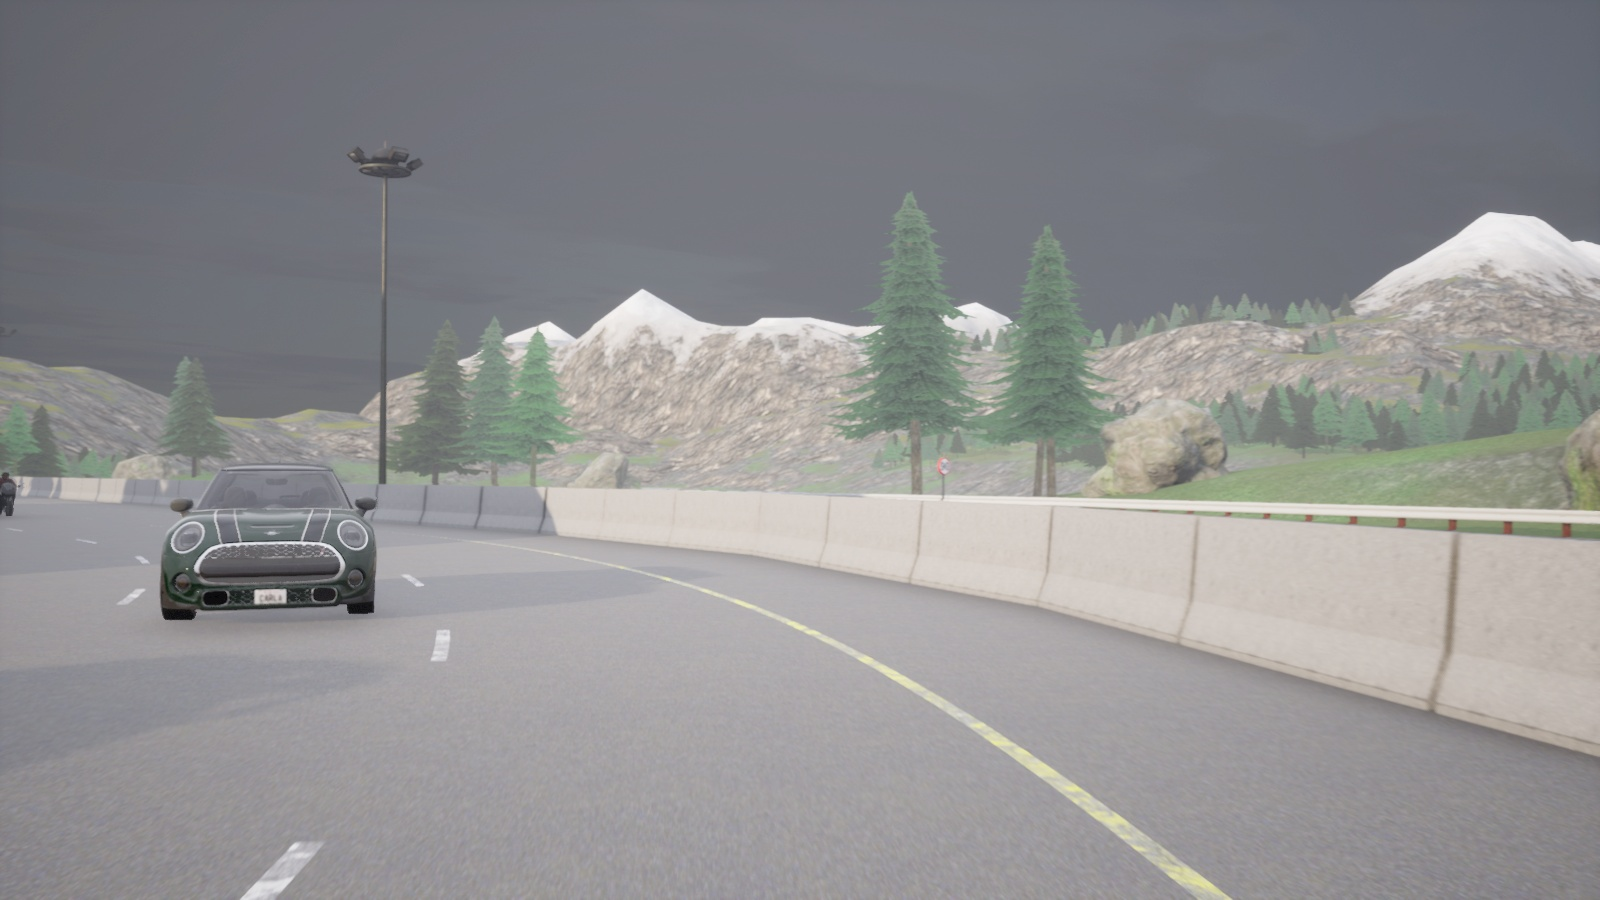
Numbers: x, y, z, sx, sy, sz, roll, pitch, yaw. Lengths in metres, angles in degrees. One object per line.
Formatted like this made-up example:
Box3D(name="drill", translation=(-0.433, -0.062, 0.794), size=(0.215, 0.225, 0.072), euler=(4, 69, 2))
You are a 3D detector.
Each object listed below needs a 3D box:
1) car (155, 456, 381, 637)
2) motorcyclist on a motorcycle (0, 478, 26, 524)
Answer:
Box3D(name="car", translation=(-6.143, 0.984, 14.757), size=(2.097, 1.767, 4.553), euler=(0, -1, -21))
Box3D(name="motorcyclist on a motorcycle", translation=(-26.867, 1.716, 42.447), size=(0.797, 1.523, 2.044), euler=(1, -2, -43))
